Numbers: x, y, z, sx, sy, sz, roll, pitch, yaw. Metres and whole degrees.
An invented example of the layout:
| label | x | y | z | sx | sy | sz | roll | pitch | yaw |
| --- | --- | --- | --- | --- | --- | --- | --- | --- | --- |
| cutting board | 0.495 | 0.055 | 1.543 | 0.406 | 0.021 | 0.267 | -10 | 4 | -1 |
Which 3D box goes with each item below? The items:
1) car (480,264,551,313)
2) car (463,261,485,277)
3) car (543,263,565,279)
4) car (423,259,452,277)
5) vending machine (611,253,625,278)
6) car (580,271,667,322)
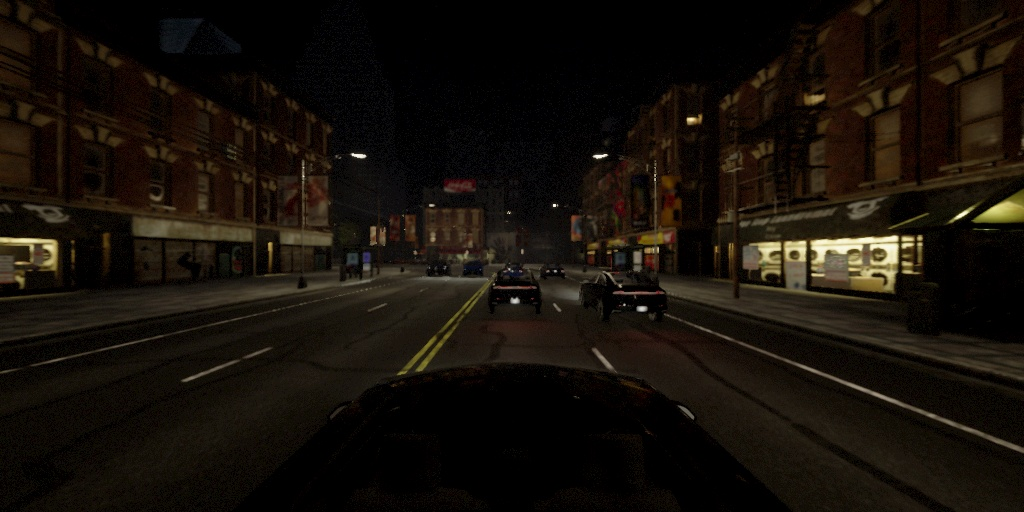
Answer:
| label | x | y | z | sx | sy | sz | roll | pitch | yaw |
| --- | --- | --- | --- | --- | --- | --- | --- | --- | --- |
| car | 0.101 | 1.250 | 14.041 | 2.128 | 1.511 | 4.902 | 0 | 0 | 0 |
| car | -3.758 | 1.250 | 35.598 | 1.882 | 1.535 | 5.008 | 0 | 0 | -3 |
| car | 3.592 | 1.317 | 32.345 | 2.033 | 1.411 | 5.357 | 0 | 0 | 0 |
| car | -7.298 | 1.125 | 36.288 | 2.097 | 1.767 | 4.553 | 0 | 0 | -3 |
| vending machine | 10.876 | 0.968 | 37.416 | 1.100 | 2.100 | 0.880 | 0 | 0 | -1 |
| car | 3.600 | 1.248 | 12.354 | 2.128 | 1.511 | 4.902 | 0 | 0 | 0 |
